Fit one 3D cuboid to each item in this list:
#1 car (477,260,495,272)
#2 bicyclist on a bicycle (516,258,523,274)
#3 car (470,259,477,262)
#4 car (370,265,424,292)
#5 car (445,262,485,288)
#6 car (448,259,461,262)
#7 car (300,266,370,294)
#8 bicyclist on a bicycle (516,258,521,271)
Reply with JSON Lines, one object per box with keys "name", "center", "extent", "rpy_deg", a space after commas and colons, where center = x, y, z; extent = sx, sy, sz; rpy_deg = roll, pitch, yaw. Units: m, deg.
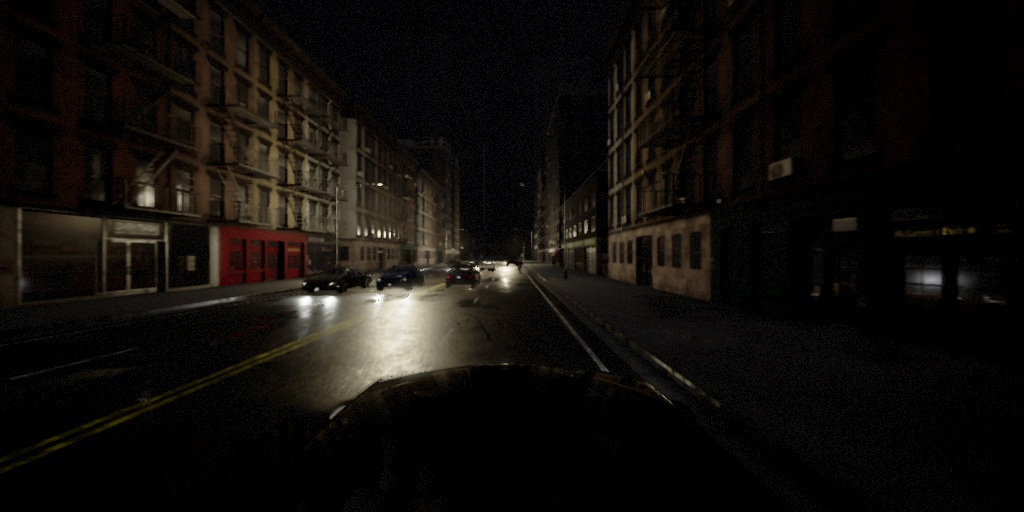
{"name": "car", "center": [-3.151, 1.355, 46.330], "extent": [1.895, 1.301, 4.718], "rpy_deg": [0, 0, 0]}
{"name": "bicyclist on a bicycle", "center": [0.892, 1.123, 38.781], "extent": [0.659, 1.776, 1.843], "rpy_deg": [0, 0, 0]}
{"name": "car", "center": [-6.527, 1.306, 62.849], "extent": [2.033, 1.411, 5.357], "rpy_deg": [0, 0, 1]}
{"name": "car", "center": [-6.599, 1.275, 21.670], "extent": [1.812, 1.442, 4.674], "rpy_deg": [0, 0, 0]}
{"name": "car", "center": [-3.152, 1.298, 23.702], "extent": [2.033, 1.411, 5.357], "rpy_deg": [0, 0, 0]}
{"name": "car", "center": [-9.789, 1.251, 61.051], "extent": [2.128, 1.511, 4.902], "rpy_deg": [0, 0, 1]}
{"name": "car", "center": [-9.851, 1.297, 20.736], "extent": [2.033, 1.411, 5.357], "rpy_deg": [0, 0, 0]}
{"name": "bicyclist on a bicycle", "center": [0.891, 1.125, 48.249], "extent": [0.659, 1.776, 1.843], "rpy_deg": [0, 0, 0]}
